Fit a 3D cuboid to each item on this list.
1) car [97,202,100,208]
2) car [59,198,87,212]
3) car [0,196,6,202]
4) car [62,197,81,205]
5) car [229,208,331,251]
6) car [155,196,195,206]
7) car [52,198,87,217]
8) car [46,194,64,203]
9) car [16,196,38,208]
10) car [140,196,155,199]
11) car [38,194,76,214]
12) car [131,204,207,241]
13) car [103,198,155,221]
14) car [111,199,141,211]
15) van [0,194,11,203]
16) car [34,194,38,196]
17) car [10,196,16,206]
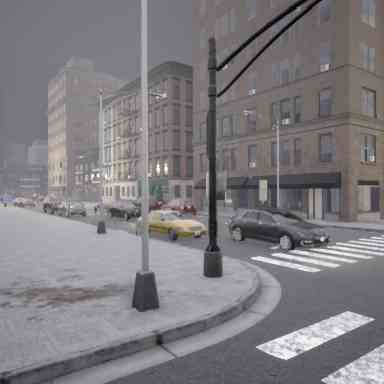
[{"bbox_3d":[-11.447,1.497,45.054,1.752,1.417,4.829,0,0,-36],"label":"car"},{"bbox_3d":[-14.257,1.504,39.627,1.837,1.490,4.892,0,0,-36],"label":"car"},{"bbox_3d":[-44.402,1.557,76.908,2.008,1.369,4.403,0,0,-36],"label":"car"},{"bbox_3d":[-21.305,1.520,58.678,2.008,1.369,4.403,0,0,-36],"label":"car"},{"bbox_3d":[3.568,1.512,14.407,1.837,1.490,4.892,0,0,-32],"label":"car"},{"bbox_3d":[-1.390,1.415,31.155,1.967,1.590,4.097,0,0,-36],"label":"car"},{"bbox_3d":[-11.211,1.565,31.039,2.008,1.369,4.403,0,0,-36],"label":"car"},{"bbox_3d":[-27.944,1.283,67.850,2.192,1.841,5.009,0,0,-36],"label":"car"},{"bbox_3d":[-24.488,1.592,49.387,1.802,1.307,4.206,0,0,-36],"label":"car"},{"bbox_3d":[-4.710,1.289,35.742,2.192,1.841,5.009,0,0,-36],"label":"car"},{"bbox_3d":[-14.531,1.328,35.625,2.192,1.841,5.009,0,0,-36],"label":"car"},{"bbox_3d":[-1.154,1.543,17.140,1.752,1.417,4.829,0,0,-36],"label":"car"},{"bbox_3d":[-5.294,1.480,27.194,1.882,1.535,5.008,0,0,-36],"label":"car"},{"bbox_3d":[-8.028,1.539,40.330,1.947,1.339,4.313,0,0,-36],"label":"car"},{"bbox_3d":[-37.765,1.348,67.734,1.690,1.788,3.998,0,0,-36],"label":"van"},{"bbox_3d":[-34.582,1.533,77.025,1.947,1.339,4.313,0,0,-36],"label":"car"},{"bbox_3d":[-27.707,1.534,53.836,1.752,1.417,4.829,0,0,-36],"label":"car"}]
